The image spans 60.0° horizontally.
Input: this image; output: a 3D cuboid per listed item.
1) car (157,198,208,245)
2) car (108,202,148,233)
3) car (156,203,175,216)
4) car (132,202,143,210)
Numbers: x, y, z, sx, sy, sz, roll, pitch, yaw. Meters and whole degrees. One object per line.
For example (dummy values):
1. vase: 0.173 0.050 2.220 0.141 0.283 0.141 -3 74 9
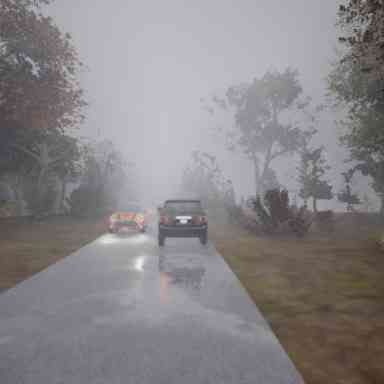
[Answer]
1. car: -0.526 1.319 16.255 2.150 2.045 5.566 0 -1 -4
2. car: -3.839 1.489 20.555 2.097 1.767 4.553 0 -1 -5
3. car: -3.198 2.055 39.722 1.895 1.301 4.718 0 -1 -9
4. car: -10.235 2.578 62.089 1.895 1.301 4.718 1 -2 -11
